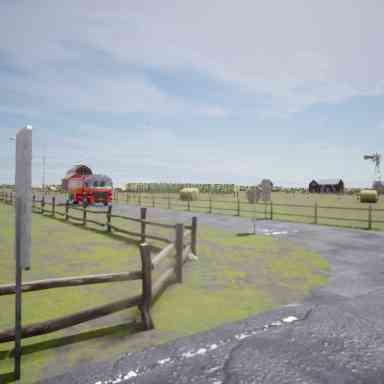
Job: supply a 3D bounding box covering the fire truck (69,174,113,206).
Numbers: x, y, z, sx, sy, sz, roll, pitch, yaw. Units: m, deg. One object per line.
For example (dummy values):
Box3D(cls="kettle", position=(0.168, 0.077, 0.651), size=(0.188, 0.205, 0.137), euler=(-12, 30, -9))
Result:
Box3D(cls="fire truck", position=(-12.971, -0.284, 41.959), size=(2.891, 3.827, 8.468), euler=(1, 0, -35))
